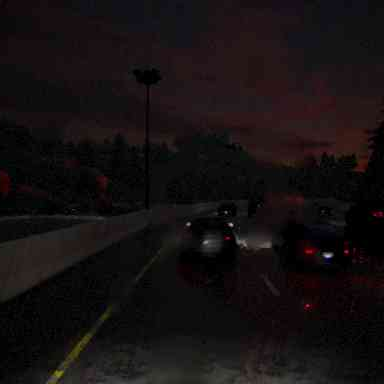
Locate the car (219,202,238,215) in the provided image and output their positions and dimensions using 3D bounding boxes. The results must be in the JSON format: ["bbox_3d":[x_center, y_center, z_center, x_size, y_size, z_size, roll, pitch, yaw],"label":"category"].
[{"bbox_3d":[4.155,1.958,38.080,1.837,1.490,4.892,0,0,12],"label":"car"}]

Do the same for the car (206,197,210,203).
[{"bbox_3d":[4.447,2.103,75.534,2.150,2.045,5.566,0,-1,21],"label":"car"}]

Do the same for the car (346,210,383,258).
[{"bbox_3d":[7.722,1.688,13.323,1.812,1.442,4.674,0,0,4],"label":"car"}]

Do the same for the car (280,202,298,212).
[{"bbox_3d":[11.994,1.970,41.226,1.882,1.535,5.008,0,-1,13],"label":"car"}]

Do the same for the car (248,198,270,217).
[{"bbox_3d":[7.333,1.655,36.305,2.150,2.045,5.566,0,-1,11],"label":"car"}]

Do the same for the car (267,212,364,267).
[{"bbox_3d":[4.096,1.669,11.934,1.812,1.442,4.674,0,0,4],"label":"car"}]

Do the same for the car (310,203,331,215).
[{"bbox_3d":[15.174,1.998,39.379,1.812,1.442,4.674,0,-1,13],"label":"car"}]

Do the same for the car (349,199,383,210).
[{"bbox_3d":[12.077,1.490,22.032,2.150,2.045,5.566,0,0,7],"label":"car"}]

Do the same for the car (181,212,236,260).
[{"bbox_3d":[0.698,1.721,13.189,1.994,1.385,4.181,0,-1,4],"label":"car"}]
